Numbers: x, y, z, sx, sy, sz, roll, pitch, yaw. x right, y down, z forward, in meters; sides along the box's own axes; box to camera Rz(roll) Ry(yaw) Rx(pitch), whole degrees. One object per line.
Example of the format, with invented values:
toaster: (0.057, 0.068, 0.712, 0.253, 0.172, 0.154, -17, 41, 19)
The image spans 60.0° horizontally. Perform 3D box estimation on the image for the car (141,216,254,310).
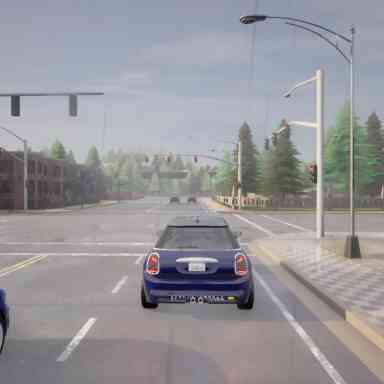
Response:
car: (0.155, 1.352, 8.018, 2.097, 1.767, 4.553, 0, 0, 2)

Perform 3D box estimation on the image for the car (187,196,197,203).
car: (0.005, 1.505, 68.306, 1.837, 1.490, 4.892, 0, 0, 0)

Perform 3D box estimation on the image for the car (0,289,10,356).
car: (-3.442, 1.478, 2.563, 1.882, 1.535, 5.008, 0, 0, 0)

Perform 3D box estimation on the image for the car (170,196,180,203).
car: (-3.495, 1.505, 68.307, 1.837, 1.490, 4.892, 0, 0, 0)
